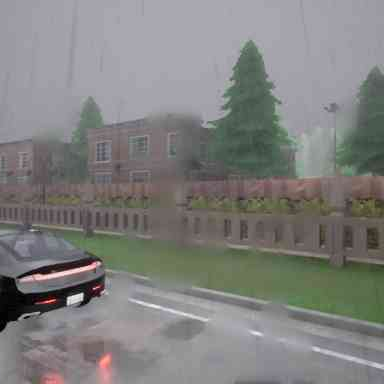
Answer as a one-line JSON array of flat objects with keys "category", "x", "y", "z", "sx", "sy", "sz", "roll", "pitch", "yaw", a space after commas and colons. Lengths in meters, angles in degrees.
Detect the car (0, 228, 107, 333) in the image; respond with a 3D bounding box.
[{"category": "car", "x": -3.835, "y": 1.492, "z": 6.709, "sx": 4.902, "sy": 1.511, "sz": 2.128, "roll": 0, "pitch": 0, "yaw": 35}]
